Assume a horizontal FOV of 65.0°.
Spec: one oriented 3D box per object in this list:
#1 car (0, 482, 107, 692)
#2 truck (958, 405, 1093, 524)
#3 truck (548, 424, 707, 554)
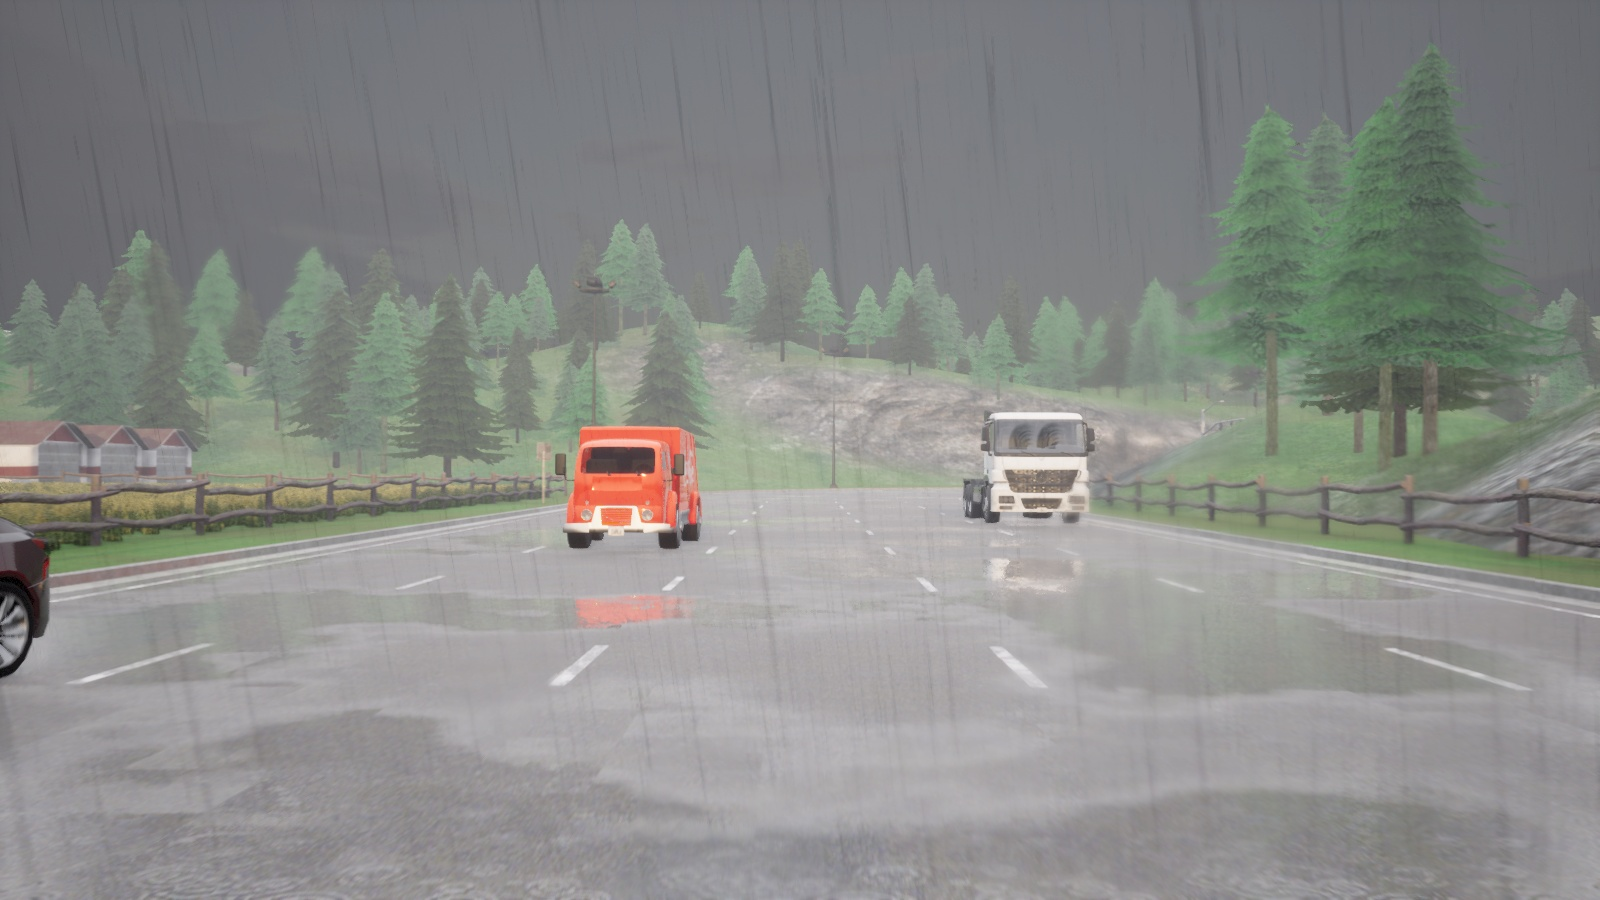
[{"bbox_3d":[-6.924,0.975,7.910,2.163,1.488,4.792,0,-1,5],"label":"car"},{"bbox_3d":[7.053,0.482,40.477,2.891,3.462,7.936,0,-1,0],"label":"truck"},{"bbox_3d":[-3.471,0.784,26.431,2.627,2.467,5.204,0,-1,0],"label":"truck"}]
